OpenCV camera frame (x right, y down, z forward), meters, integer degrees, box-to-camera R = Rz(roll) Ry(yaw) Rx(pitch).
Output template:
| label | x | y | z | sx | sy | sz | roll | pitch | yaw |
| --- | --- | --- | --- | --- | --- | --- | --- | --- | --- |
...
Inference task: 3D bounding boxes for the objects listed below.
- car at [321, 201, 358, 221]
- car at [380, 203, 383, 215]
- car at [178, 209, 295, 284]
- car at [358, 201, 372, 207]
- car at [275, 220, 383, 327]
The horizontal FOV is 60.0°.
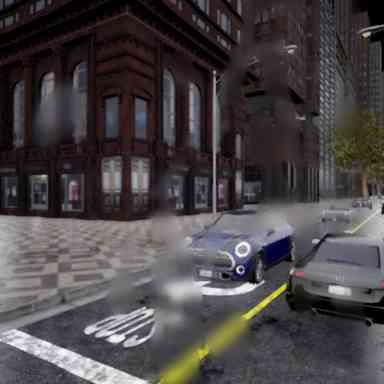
| label | x | y | z | sx | sy | sz | roll | pitch | yaw |
| --- | --- | --- | --- | --- | --- | --- | --- | --- | --- |
| car | 11.030 | 1.599 | 24.863 | 1.895 | 1.301 | 4.718 | 0 | 0 | 32 |
| car | 20.177 | 1.508 | 33.446 | 1.837 | 1.490 | 4.892 | 0 | 0 | 32 |
| car | 1.528 | 1.349 | 9.825 | 2.097 | 1.767 | 4.553 | 0 | 0 | 32 |
| car | 19.718 | 1.272 | 38.445 | 1.994 | 1.385 | 4.181 | 0 | 0 | 32 |
| car | 3.462 | 1.563 | 7.078 | 1.994 | 1.385 | 4.181 | 0 | 0 | 32 |
